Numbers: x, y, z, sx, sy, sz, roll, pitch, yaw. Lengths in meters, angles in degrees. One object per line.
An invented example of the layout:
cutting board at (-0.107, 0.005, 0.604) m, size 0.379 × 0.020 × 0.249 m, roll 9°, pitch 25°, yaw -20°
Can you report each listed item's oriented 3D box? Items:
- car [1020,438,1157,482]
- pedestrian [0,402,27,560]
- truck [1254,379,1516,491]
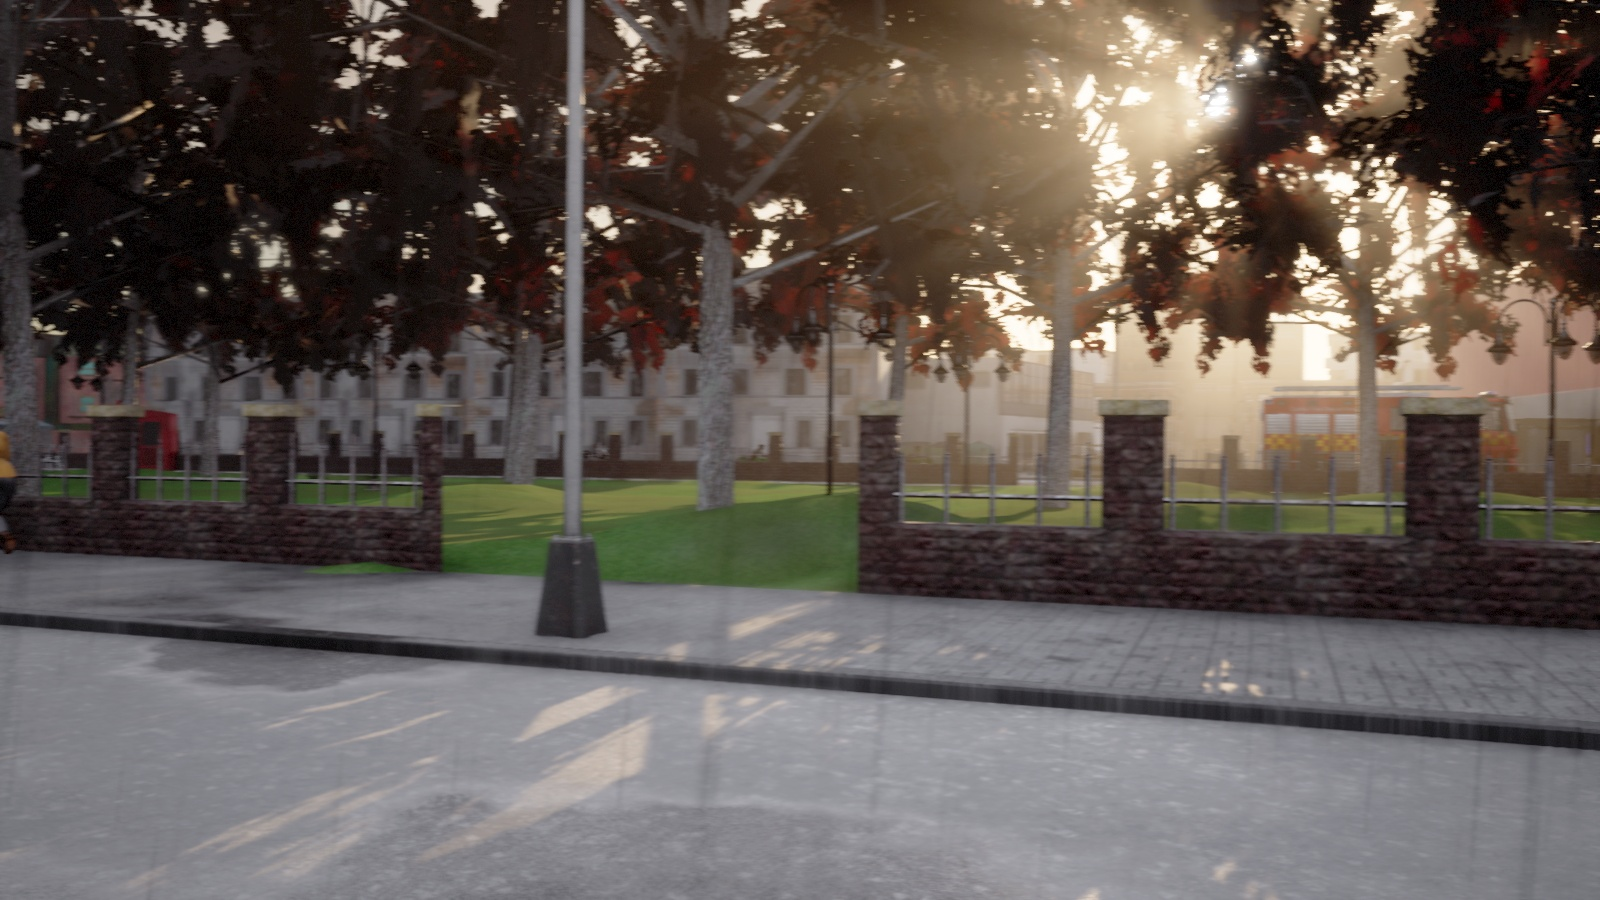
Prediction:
car at (11.382, 0.359, 49.546) m, size 5.027 × 1.651 × 2.152 m, roll 0°, pitch 0°, yaw 20°
pedestrian at (-9.800, 0.361, 14.728) m, size 0.900 × 1.855 × 0.874 m, roll 0°, pitch 0°, yaw 20°
truck at (21.158, -0.539, 46.021) m, size 8.468 × 3.827 × 2.891 m, roll 0°, pitch 0°, yaw 20°
